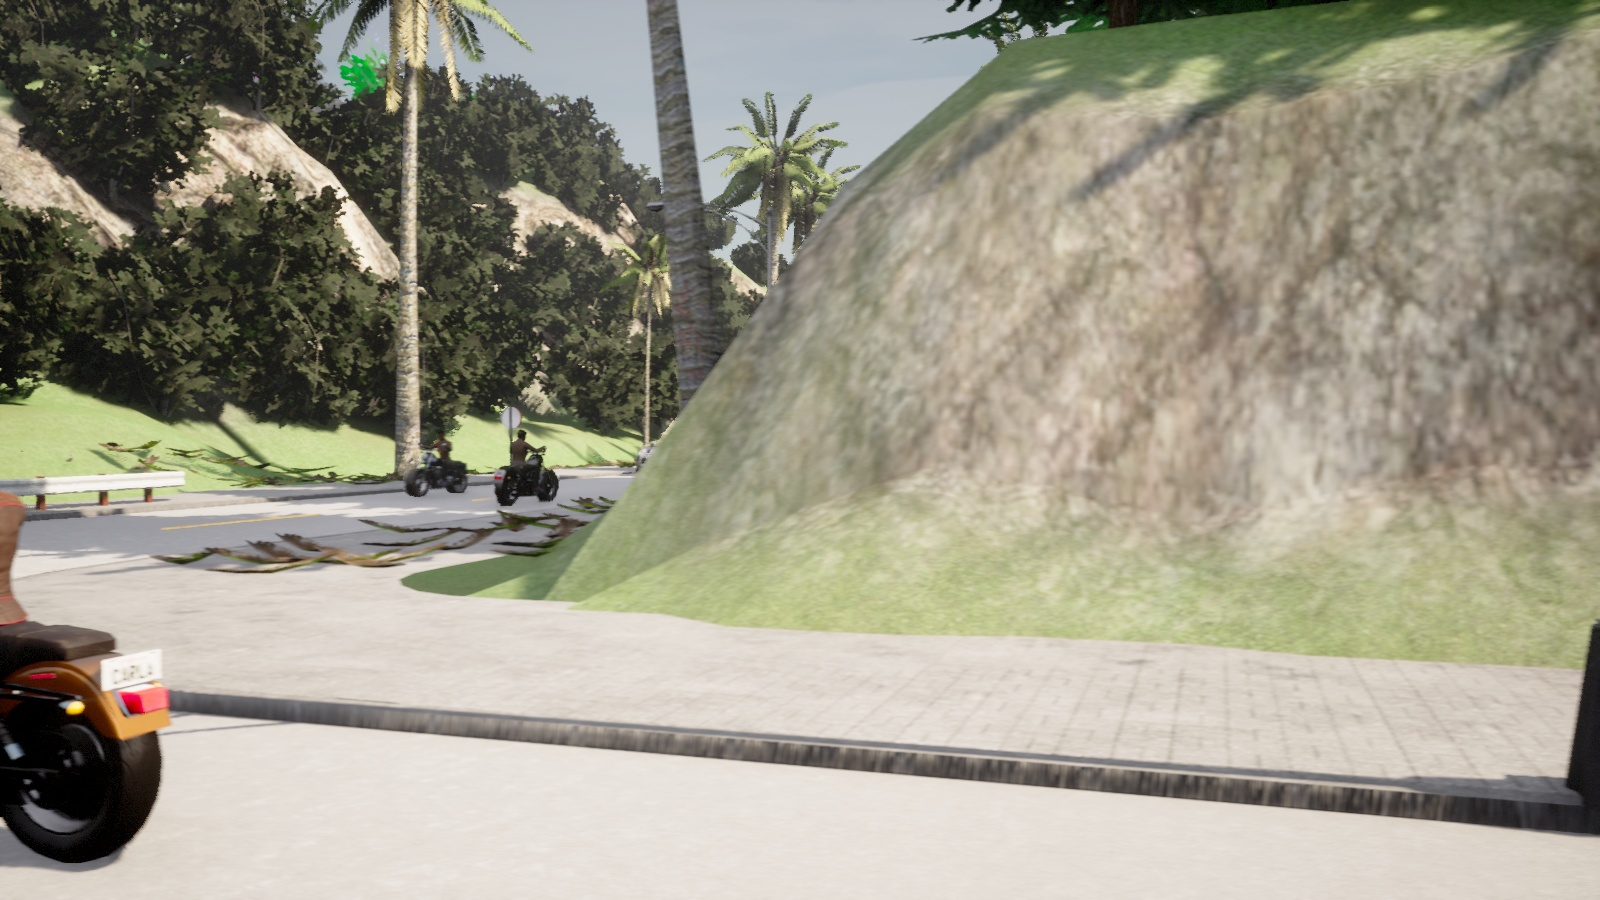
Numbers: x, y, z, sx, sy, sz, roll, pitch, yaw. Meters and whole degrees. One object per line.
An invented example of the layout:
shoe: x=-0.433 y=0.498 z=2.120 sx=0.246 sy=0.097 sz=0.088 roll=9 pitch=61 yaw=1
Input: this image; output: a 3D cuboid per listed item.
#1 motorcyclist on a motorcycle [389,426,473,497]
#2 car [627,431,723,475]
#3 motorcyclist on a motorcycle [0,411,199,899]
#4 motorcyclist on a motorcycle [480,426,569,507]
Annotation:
motorcyclist on a motorcycle: x=-8.943 y=0.254 z=30.561 sx=0.766 sy=1.649 sz=2.350 roll=1 pitch=1 yaw=19
car: x=-4.350 y=0.067 z=44.291 sx=1.970 sy=1.475 sz=3.806 roll=1 pitch=1 yaw=18
motorcyclist on a motorcycle: x=-3.589 y=0.685 z=4.917 sx=2.350 sy=1.649 sz=0.766 roll=0 pitch=1 yaw=19
motorcyclist on a motorcycle: x=-5.902 y=0.322 z=27.053 sx=0.766 sy=1.649 sz=2.350 roll=1 pitch=1 yaw=19
